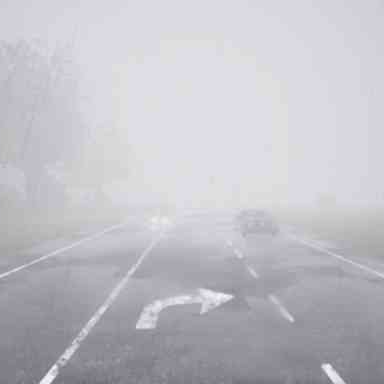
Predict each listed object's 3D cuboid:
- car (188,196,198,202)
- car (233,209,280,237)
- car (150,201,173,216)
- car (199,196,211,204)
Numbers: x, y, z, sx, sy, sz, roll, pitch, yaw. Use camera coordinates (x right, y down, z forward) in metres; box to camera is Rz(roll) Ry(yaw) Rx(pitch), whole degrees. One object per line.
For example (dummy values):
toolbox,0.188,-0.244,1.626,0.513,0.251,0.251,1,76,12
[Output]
car,-0.035,2.145,94.477,1.812,1.442,4.674,0,0,0
car,3.495,1.665,18.904,2.033,1.411,5.357,0,0,0
car,-3.176,1.739,35.309,2.128,1.511,4.902,0,0,3
car,3.470,1.874,79.993,2.097,1.767,4.553,0,0,0
